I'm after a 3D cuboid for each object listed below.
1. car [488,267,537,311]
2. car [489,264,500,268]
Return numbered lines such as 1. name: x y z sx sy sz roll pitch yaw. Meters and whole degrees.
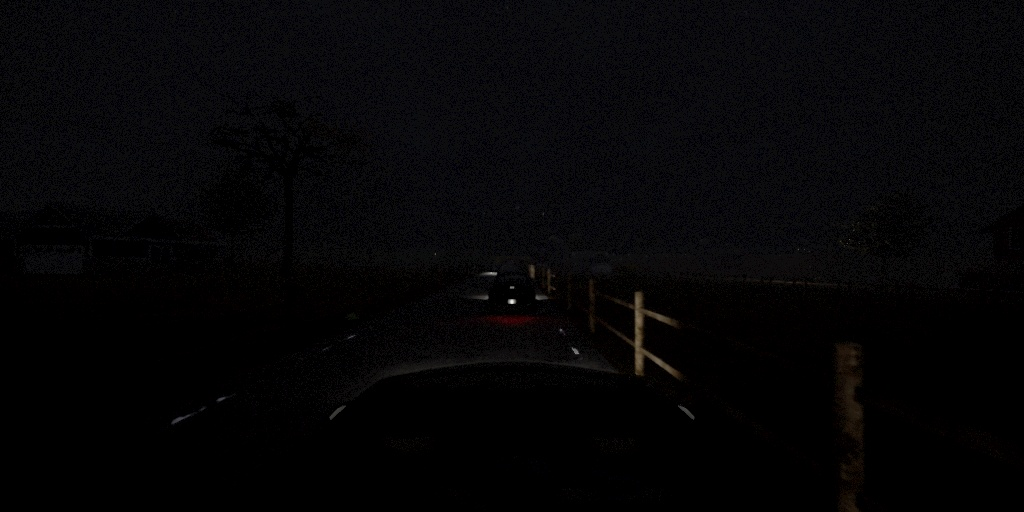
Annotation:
1. car: 0.019 1.399 15.345 1.837 1.490 4.892 0 0 1
2. car: -2.822 2.030 60.865 2.128 1.511 4.902 0 -1 0
